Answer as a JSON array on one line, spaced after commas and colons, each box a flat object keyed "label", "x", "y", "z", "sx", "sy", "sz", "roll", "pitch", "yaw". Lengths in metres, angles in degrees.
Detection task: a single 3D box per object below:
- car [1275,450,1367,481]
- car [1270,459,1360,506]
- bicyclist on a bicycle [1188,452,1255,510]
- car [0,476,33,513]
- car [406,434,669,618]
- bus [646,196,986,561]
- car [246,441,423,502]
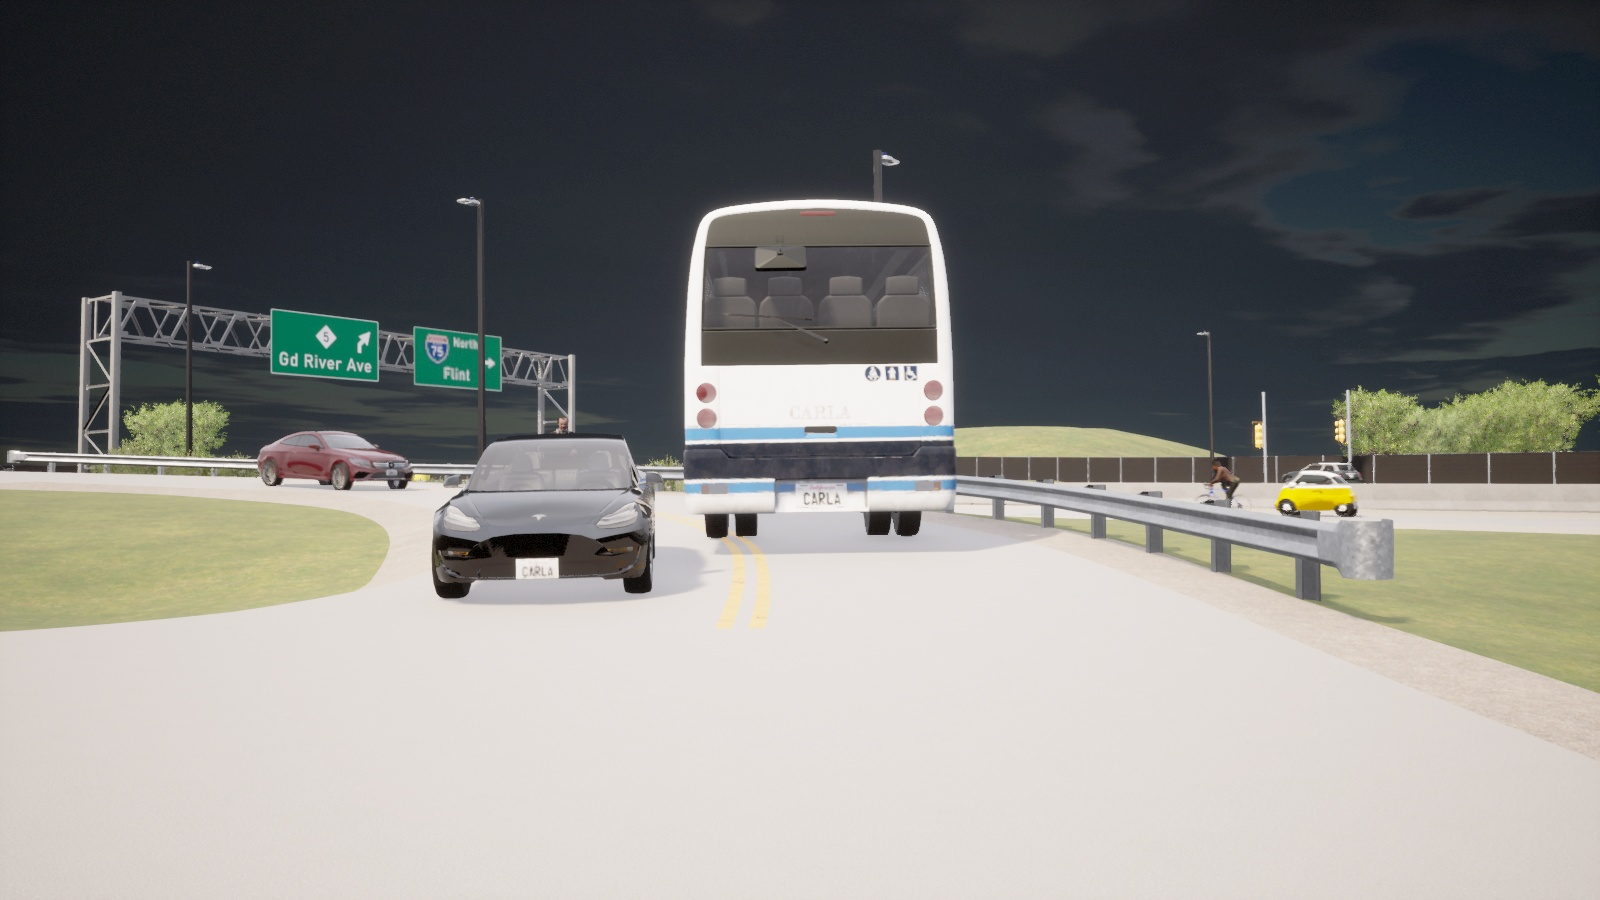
[{"label": "car", "x": 26.011, "y": 0.778, "z": 62.812, "sx": 1.970, "sy": 1.475, "sz": 3.806, "roll": -1, "pitch": -1, "yaw": -28}, {"label": "car", "x": 15.451, "y": 0.969, "z": 37.684, "sx": 2.207, "sy": 1.376, "sz": 1.481, "roll": -1, "pitch": -1, "yaw": 35}, {"label": "bicyclist on a bicycle", "x": 12.007, "y": 0.884, "z": 35.814, "sx": 1.656, "sy": 1.620, "sz": 0.582, "roll": -2, "pitch": -2, "yaw": 35}, {"label": "car", "x": -42.293, "y": 2.331, "z": 65.354, "sx": 4.605, "sy": 1.855, "sz": 1.932, "roll": -2, "pitch": -2, "yaw": 27}, {"label": "car", "x": -2.490, "y": 0.617, "z": 13.154, "sx": 2.163, "sy": 1.488, "sz": 4.792, "roll": -2, "pitch": 1, "yaw": -6}, {"label": "bus", "x": 0.032, "y": -0.939, "z": 20.219, "sx": 3.944, "sy": 4.253, "sz": 10.273, "roll": -2, "pitch": 1, "yaw": -2}, {"label": "car", "x": -11.754, "y": 0.495, "z": 31.595, "sx": 4.674, "sy": 1.442, "sz": 1.812, "roll": 0, "pitch": 0, "yaw": 34}]
